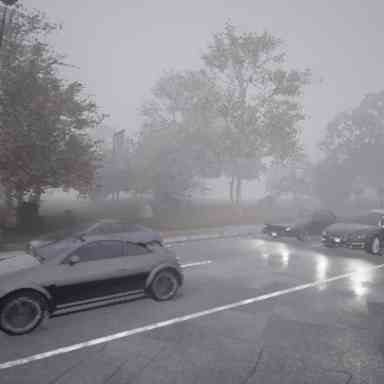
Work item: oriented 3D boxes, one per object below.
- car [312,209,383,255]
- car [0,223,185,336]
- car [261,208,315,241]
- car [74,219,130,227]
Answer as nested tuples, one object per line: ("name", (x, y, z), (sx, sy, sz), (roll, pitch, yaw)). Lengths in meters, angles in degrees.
("car", (7.218, 1.510, 13.406), (4.892, 1.490, 1.837), (0, 0, -35))
("car", (-2.219, 1.562, 6.710), (4.181, 1.385, 1.994), (0, 0, -36))
("car", (5.935, 1.549, 16.788), (5.357, 1.411, 2.033), (0, 0, -35))
("car", (-2.924, 1.561, 10.501), (4.181, 1.385, 1.994), (0, 0, -36))
